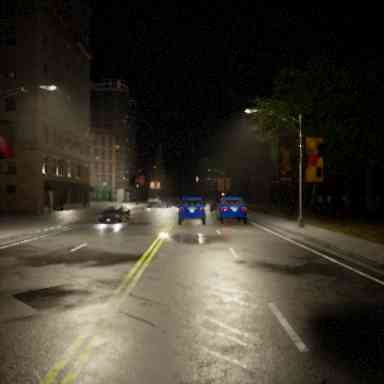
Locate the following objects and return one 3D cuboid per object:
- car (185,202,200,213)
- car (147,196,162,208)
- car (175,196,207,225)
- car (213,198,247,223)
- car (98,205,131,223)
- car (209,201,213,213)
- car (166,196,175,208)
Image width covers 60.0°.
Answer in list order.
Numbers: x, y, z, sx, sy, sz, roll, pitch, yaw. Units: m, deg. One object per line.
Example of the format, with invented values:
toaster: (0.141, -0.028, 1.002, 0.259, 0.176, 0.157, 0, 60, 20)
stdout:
car: (0.065, 2.012, 43.685, 1.895, 1.301, 4.718, 0, -1, 0)
car: (-6.552, 1.764, 58.398, 2.150, 2.045, 5.566, 0, -1, 1)
car: (0.012, 1.482, 27.044, 2.150, 2.045, 5.566, 0, 0, 0)
car: (3.271, 1.491, 28.114, 2.150, 2.045, 5.566, 0, 0, 0)
car: (-6.514, 1.821, 28.638, 2.033, 1.411, 5.357, 0, -1, 0)
car: (3.323, 1.918, 44.288, 1.837, 1.490, 4.892, 0, -1, 0)
car: (-3.302, 1.764, 58.398, 2.150, 2.045, 5.566, 0, -1, 1)
